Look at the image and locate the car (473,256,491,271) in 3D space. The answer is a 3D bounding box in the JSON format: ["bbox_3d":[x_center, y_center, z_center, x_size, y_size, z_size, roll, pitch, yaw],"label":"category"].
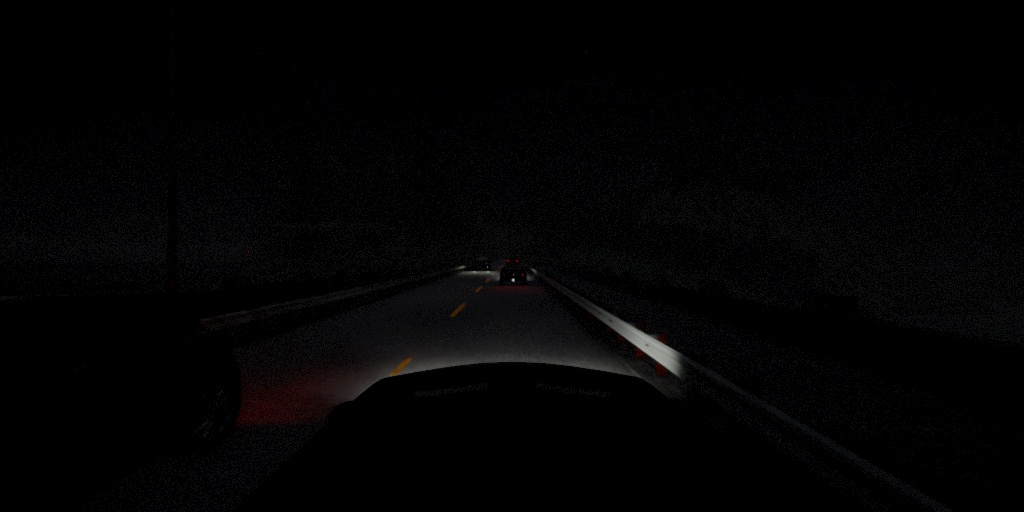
[{"bbox_3d":[-4.064,0.990,49.682,2.150,2.045,5.566,0,0,1],"label":"car"}]

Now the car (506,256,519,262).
[{"bbox_3d":[0.077,0.998,63.049,2.150,2.045,5.566,0,0,0],"label":"car"}]

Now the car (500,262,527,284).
[{"bbox_3d":[0.091,1.363,27.294,1.895,1.301,4.718,0,0,0],"label":"car"}]

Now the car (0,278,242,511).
[{"bbox_3d":[-4.099,1.101,2.098,2.097,1.767,4.553,0,0,0],"label":"car"}]
